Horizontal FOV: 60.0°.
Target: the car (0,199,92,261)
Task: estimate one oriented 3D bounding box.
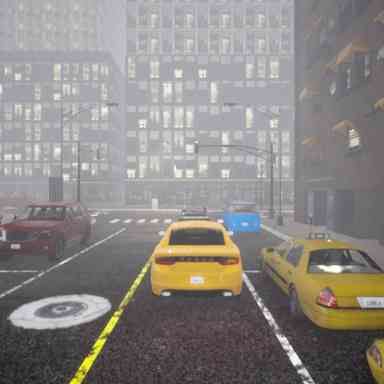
[{"bbox_3d":[-5.292,1.317,12.495,2.192,1.841,5.009,0,0,0],"label":"car"}]

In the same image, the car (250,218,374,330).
[{"bbox_3d":[2.579,1.526,7.012,1.752,1.417,4.829,0,0,0],"label":"car"}]

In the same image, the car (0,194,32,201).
[{"bbox_3d":[-20.815,1.110,38.136,5.009,1.841,2.192,1,-1,0],"label":"car"}]

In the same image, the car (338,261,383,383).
[{"bbox_3d":[2.570,1.525,1.372,1.752,1.417,4.829,0,0,0],"label":"car"}]

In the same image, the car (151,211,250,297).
[{"bbox_3d":[0.112,1.479,8.623,1.882,1.535,5.008,0,0,0],"label":"car"}]

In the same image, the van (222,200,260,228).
[{"bbox_3d":[2.597,1.345,18.122,1.690,1.788,3.998,0,0,0],"label":"van"}]

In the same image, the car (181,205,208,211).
[{"bbox_3d":[0.133,1.496,19.095,2.128,1.511,4.902,0,0,0],"label":"car"}]
